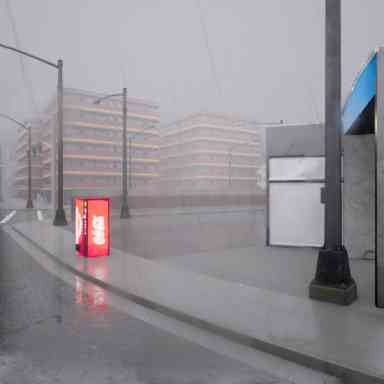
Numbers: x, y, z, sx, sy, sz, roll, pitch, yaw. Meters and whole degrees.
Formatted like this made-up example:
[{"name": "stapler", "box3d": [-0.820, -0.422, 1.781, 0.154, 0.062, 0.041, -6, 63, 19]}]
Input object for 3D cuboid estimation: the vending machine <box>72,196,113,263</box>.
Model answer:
[{"name": "vending machine", "box3d": [-3.361, 1.195, 11.256, 1.100, 2.100, 0.880, 0, 0, -36]}]
